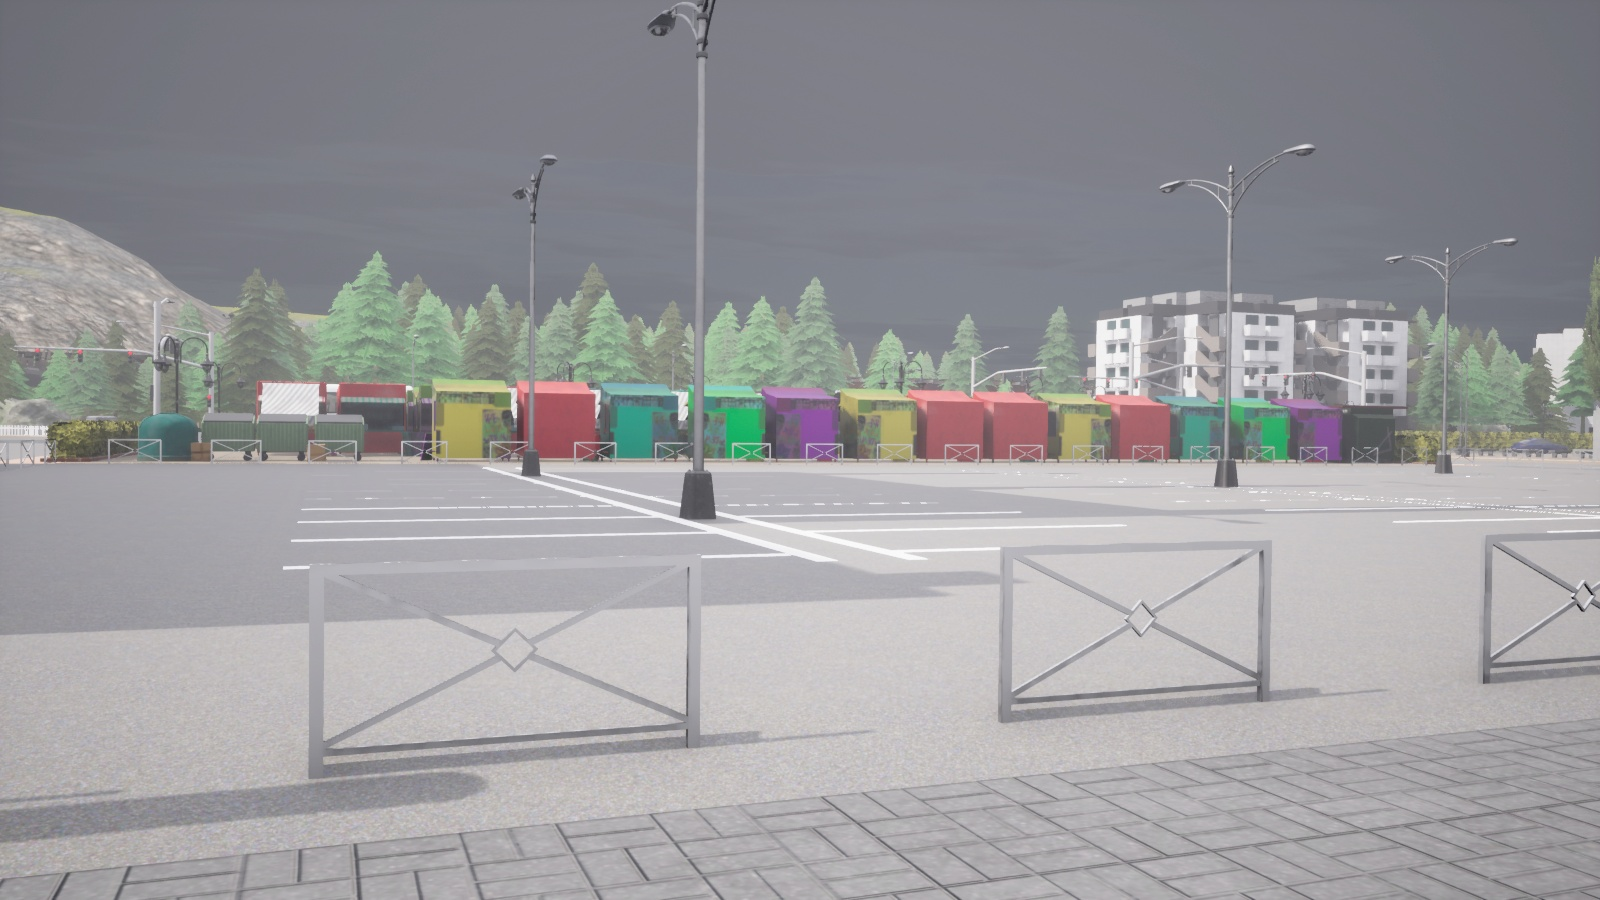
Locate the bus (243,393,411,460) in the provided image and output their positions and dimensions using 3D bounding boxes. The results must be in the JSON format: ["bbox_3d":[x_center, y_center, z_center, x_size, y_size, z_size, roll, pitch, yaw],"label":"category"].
[{"bbox_3d":[-31.637,-1.609,84.334,10.273,4.253,3.944,-1,1,-21],"label":"bus"}]
